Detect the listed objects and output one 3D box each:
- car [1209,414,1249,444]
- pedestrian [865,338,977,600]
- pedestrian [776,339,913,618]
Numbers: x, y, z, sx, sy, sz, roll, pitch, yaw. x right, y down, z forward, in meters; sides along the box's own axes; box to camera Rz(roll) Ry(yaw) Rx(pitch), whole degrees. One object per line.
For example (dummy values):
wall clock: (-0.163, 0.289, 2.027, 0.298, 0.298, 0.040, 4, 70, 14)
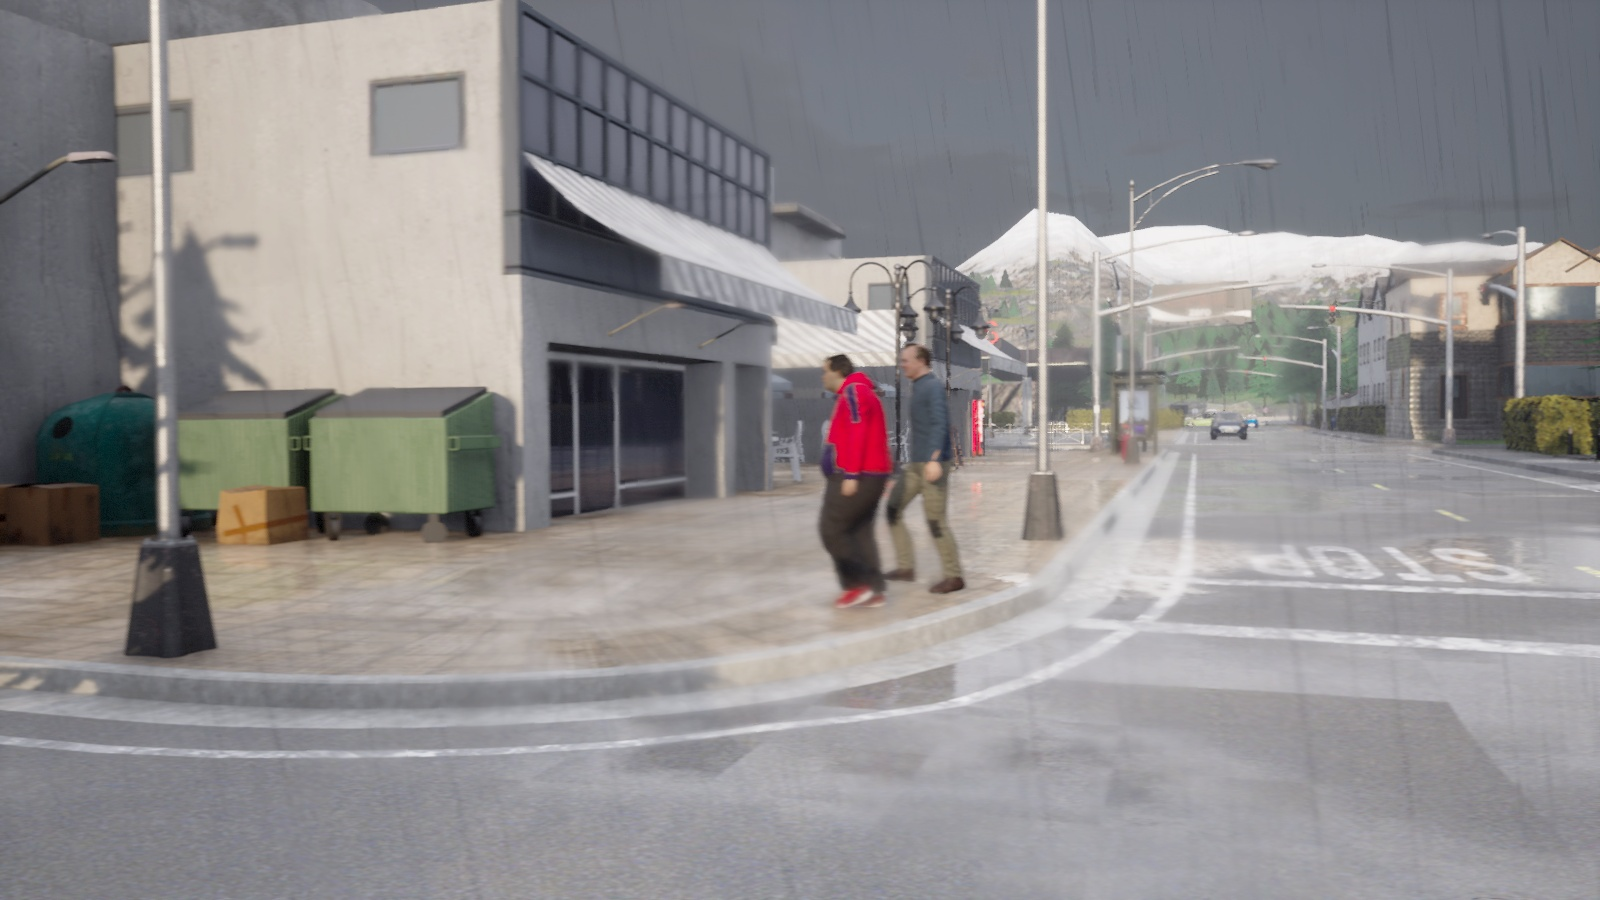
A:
car: (24.454, -1.244, 71.740, 2.033, 1.649, 4.856, 0, 2, 18)
pedestrian: (0.870, 0.129, 9.093, 0.726, 1.842, 0.402, 0, 2, -8)
pedestrian: (0.322, 0.181, 8.675, 0.899, 1.844, 0.634, 0, 2, 6)
